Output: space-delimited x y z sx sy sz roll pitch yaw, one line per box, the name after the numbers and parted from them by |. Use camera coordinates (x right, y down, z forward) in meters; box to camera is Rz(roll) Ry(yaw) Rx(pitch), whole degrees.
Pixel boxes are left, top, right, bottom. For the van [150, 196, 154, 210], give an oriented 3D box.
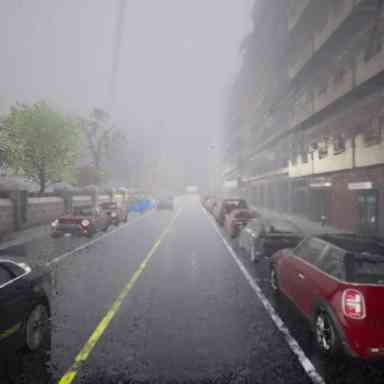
-5.689 1.360 39.751 1.690 1.788 3.998 0 0 0 | van

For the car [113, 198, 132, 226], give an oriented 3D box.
-5.688 1.446 22.861 1.967 1.590 4.097 0 0 0 | car

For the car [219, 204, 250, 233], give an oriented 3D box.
2.692 1.548 17.232 1.887 1.381 4.507 0 0 0 | car

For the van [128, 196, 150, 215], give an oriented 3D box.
-5.690 1.355 34.122 1.690 1.788 3.998 0 0 0 | van

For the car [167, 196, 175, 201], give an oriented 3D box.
-5.693 1.685 90.426 1.802 1.307 4.206 0 0 0 | car

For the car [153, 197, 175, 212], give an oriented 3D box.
-3.093 1.619 39.418 1.895 1.301 4.718 0 0 0 | car

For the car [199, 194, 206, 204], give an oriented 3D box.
2.690 1.349 51.012 2.192 1.841 5.009 0 0 0 | car

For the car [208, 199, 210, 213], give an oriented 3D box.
2.691 1.559 28.493 2.008 1.369 4.403 0 0 0 | car

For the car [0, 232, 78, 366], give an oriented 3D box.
-3.089 1.492 3.318 2.128 1.511 4.902 0 0 0 | car

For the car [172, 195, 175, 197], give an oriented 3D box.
-5.692 1.659 84.795 1.947 1.339 4.313 0 0 0 | car

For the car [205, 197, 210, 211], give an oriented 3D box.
2.690 1.558 34.122 1.887 1.381 4.507 0 0 0 | car

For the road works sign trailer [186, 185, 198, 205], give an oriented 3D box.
-0.002 0.517 61.724 2.380 3.560 2.880 0 0 0 | road works sign trailer

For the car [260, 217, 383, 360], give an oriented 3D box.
2.693 1.440 5.972 1.967 1.590 4.097 0 0 0 | car

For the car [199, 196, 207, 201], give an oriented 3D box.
2.688 1.638 84.795 1.887 1.381 4.507 0 0 0 | car

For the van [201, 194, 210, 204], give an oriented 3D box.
2.689 1.404 67.904 1.690 1.788 3.998 0 0 0 | van

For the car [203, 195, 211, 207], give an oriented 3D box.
2.691 1.459 39.752 1.967 1.590 4.097 0 0 0 | car

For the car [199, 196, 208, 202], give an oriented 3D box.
2.688 1.634 79.164 2.008 1.369 4.403 0 0 0 | car

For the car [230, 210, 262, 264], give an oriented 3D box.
2.691 1.552 11.602 2.008 1.369 4.403 0 0 0 | car

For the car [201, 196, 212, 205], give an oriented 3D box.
2.689 1.493 62.272 1.967 1.590 4.097 0 0 0 | car

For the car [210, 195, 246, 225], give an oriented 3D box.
2.692 1.321 22.862 2.192 1.841 5.009 0 0 0 | car

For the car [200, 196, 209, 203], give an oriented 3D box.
2.689 1.639 73.534 1.947 1.339 4.313 0 0 0 | car

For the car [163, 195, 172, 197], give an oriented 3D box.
-5.691 1.588 67.733 1.752 1.417 4.829 0 0 0 | car

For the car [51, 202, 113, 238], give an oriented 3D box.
-5.689 1.443 17.232 1.967 1.590 4.097 0 0 0 | car

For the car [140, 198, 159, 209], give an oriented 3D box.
-5.690 1.577 45.381 2.008 1.369 4.403 0 0 0 | car
